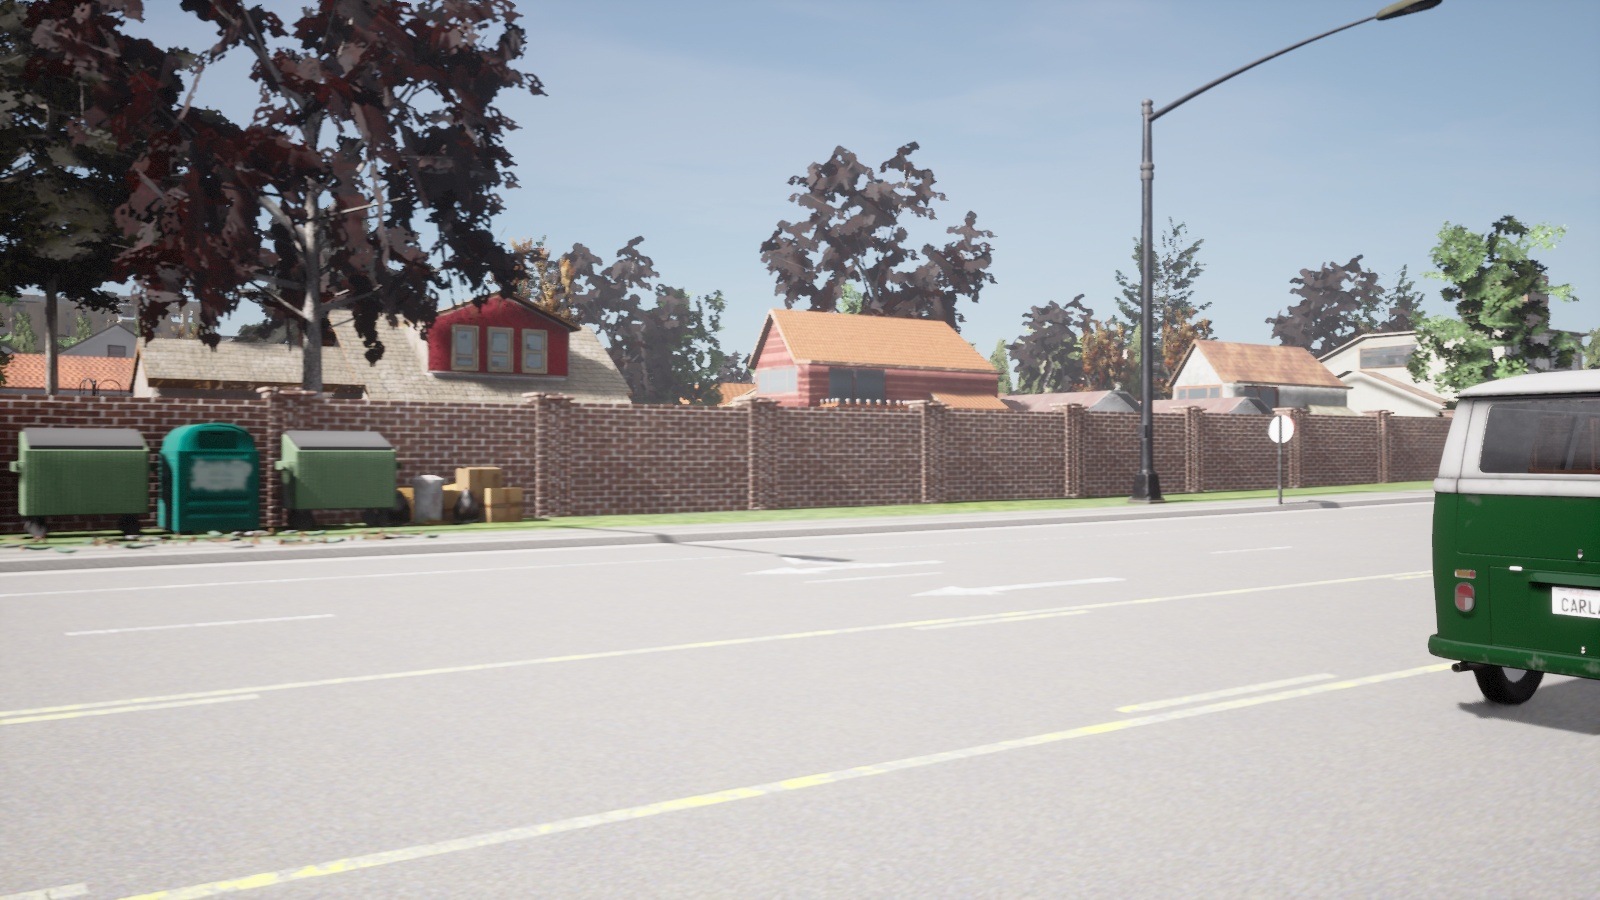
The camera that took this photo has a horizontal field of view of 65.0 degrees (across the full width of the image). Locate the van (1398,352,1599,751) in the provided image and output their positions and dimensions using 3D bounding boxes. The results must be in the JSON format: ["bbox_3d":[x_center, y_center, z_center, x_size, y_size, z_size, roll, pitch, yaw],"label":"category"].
[{"bbox_3d":[5.715,0.504,7.638,4.442,1.987,1.775,0,0,-35],"label":"van"}]
